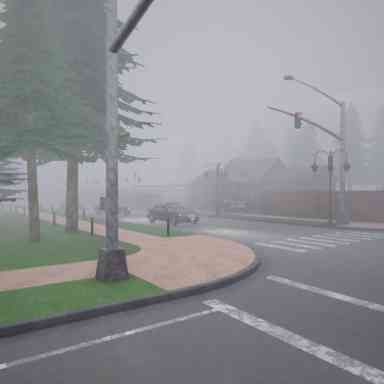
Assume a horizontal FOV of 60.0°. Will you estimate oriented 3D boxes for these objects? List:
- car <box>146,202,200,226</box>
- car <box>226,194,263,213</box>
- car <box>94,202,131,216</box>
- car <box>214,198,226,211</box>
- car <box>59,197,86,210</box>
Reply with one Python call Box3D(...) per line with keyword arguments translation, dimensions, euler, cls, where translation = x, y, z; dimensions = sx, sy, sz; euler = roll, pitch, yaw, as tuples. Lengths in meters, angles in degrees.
Box3D(translation=(-1.428, 1.477, 23.361), dimensions=(2.128, 1.511, 4.902), euler=(0, 0, -37), cls="car")
Box3D(translation=(6.202, 1.160, 34.767), dimensions=(4.605, 1.855, 1.932), euler=(0, 0, -37), cls="car")
Box3D(translation=(-7.565, 1.587, 31.571), dimensions=(1.895, 1.301, 4.718), euler=(0, 0, -37), cls="car")
Box3D(translation=(4.382, 1.161, 36.545), dimensions=(3.866, 1.878, 1.905), euler=(0, 0, -37), cls="car")
Box3D(translation=(-14.836, 1.340, 41.181), dimensions=(2.097, 1.767, 4.553), euler=(0, 0, -38), cls="car")
